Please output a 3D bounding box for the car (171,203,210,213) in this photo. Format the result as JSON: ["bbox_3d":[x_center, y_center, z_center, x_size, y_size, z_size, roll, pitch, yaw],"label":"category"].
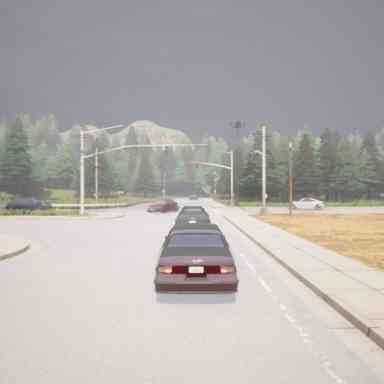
[{"bbox_3d":[0.078,1.538,19.513,1.994,1.385,4.181,0,0,1],"label":"car"}]

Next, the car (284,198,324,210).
[{"bbox_3d":[13.520,1.461,40.174,4.674,1.442,1.812,0,0,1],"label":"car"}]

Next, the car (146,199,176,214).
[{"bbox_3d":[-3.016,1.499,34.823,1.812,1.442,4.674,-1,0,24],"label":"car"}]

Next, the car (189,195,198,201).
[{"bbox_3d":[0.313,1.490,81.797,1.895,1.301,4.718,0,0,2],"label":"car"}]

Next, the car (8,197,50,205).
[{"bbox_3d":[-18.018,1.389,37.088,4.553,1.767,2.097,0,0,1],"label":"car"}]

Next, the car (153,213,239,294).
[{"bbox_3d":[0.088,1.539,8.907,2.033,1.411,5.357,0,0,0],"label":"car"}]

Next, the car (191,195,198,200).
[{"bbox_3d":[0.686,1.433,91.776,1.994,1.385,4.181,0,0,2],"label":"car"}]
